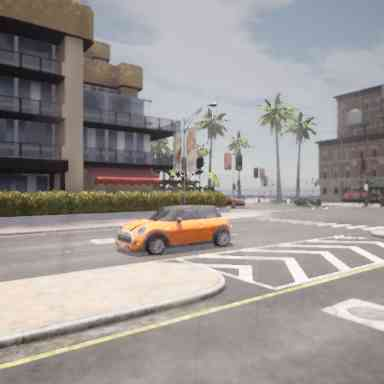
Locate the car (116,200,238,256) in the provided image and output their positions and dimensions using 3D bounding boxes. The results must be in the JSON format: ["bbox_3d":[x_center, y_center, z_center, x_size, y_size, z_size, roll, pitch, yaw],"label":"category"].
[{"bbox_3d":[-0.665,1.338,13.255,4.553,1.767,2.097,0,0,-35],"label":"car"}]

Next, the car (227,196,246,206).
[{"bbox_3d":[6.159,1.415,51.236,1.882,1.535,5.008,0,1,-35],"label":"car"}]

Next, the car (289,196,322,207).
[{"bbox_3d":[16.588,1.429,48.792,1.837,1.490,4.892,0,0,-34],"label":"car"}]
